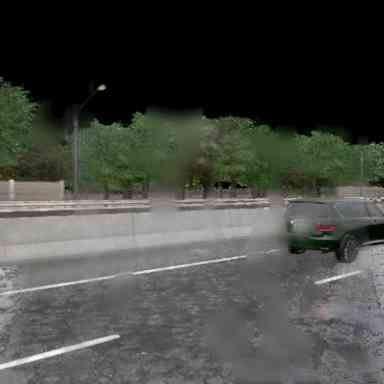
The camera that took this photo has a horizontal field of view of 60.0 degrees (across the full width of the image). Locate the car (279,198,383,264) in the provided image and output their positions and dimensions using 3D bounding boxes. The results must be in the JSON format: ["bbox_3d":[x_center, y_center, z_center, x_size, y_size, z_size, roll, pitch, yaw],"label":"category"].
[{"bbox_3d":[5.597,1.227,12.164,5.566,2.045,2.150,0,0,-36],"label":"car"}]
